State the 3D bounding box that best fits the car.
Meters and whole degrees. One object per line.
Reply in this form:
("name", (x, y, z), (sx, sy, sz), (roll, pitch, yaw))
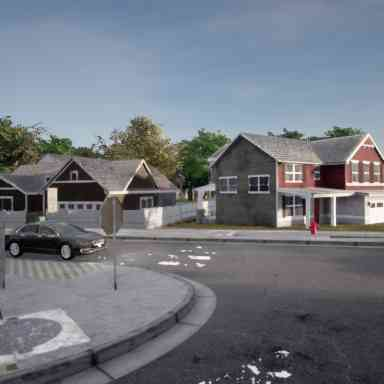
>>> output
("car", (-6.097, 2.048, 14.766), (4.892, 1.490, 1.837), (-2, 0, 22))
